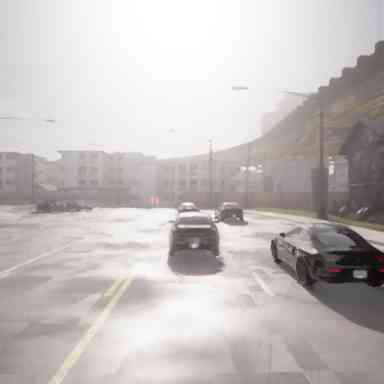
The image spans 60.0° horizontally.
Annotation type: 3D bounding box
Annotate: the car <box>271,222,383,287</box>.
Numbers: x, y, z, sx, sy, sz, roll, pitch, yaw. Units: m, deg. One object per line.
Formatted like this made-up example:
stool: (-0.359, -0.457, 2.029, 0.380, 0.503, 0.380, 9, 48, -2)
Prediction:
car: (3.566, 1.577, 9.335, 1.812, 1.442, 4.674, 0, 0, 0)

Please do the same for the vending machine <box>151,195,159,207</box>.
vending machine: (-6.405, 1.504, 57.446, 0.880, 2.100, 1.100, 0, 0, 39)

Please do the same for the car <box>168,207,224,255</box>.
car: (0.083, 1.578, 13.657, 1.837, 1.490, 4.892, 0, 0, 0)

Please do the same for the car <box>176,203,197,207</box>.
car: (-0.467, 1.684, 29.441, 1.812, 1.442, 4.674, 0, 0, -7)

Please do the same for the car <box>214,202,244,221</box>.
car: (3.119, 1.659, 28.747, 1.837, 1.490, 4.892, 0, 0, -5)

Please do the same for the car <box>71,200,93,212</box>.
car: (-14.419, 1.753, 42.431, 4.674, 1.442, 1.812, 0, -1, 44)

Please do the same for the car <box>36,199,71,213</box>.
car: (-16.631, 1.563, 39.430, 4.553, 1.767, 2.097, 0, 0, 44)
